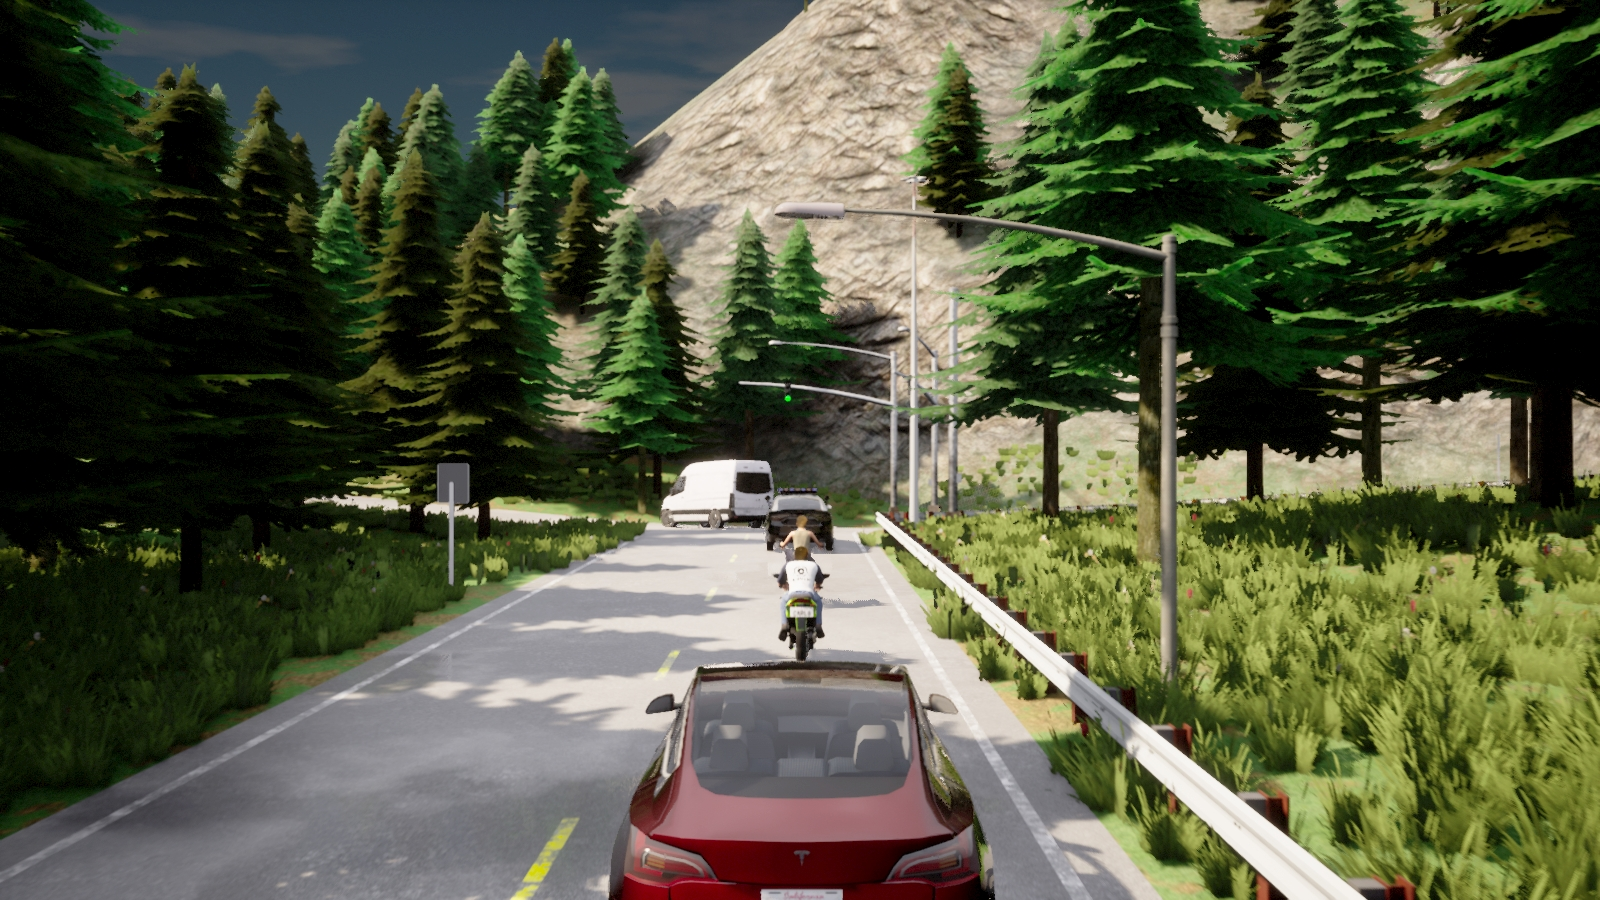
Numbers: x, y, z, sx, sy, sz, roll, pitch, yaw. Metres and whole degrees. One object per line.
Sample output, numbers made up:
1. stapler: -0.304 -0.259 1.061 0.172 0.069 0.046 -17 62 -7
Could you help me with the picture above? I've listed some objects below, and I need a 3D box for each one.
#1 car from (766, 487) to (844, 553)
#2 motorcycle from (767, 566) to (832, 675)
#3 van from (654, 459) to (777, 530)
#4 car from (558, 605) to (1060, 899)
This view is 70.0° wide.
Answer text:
1. car: 0.046 1.980 33.552 2.097 1.638 5.238 0 0 -2
2. motorcycle: -0.001 2.211 15.147 0.803 1.145 2.033 0 0 0
3. van: -3.381 1.787 44.536 1.988 2.561 5.915 3 -4 -35
4. car: 0.040 2.062 7.322 2.163 1.488 4.792 0 0 0
